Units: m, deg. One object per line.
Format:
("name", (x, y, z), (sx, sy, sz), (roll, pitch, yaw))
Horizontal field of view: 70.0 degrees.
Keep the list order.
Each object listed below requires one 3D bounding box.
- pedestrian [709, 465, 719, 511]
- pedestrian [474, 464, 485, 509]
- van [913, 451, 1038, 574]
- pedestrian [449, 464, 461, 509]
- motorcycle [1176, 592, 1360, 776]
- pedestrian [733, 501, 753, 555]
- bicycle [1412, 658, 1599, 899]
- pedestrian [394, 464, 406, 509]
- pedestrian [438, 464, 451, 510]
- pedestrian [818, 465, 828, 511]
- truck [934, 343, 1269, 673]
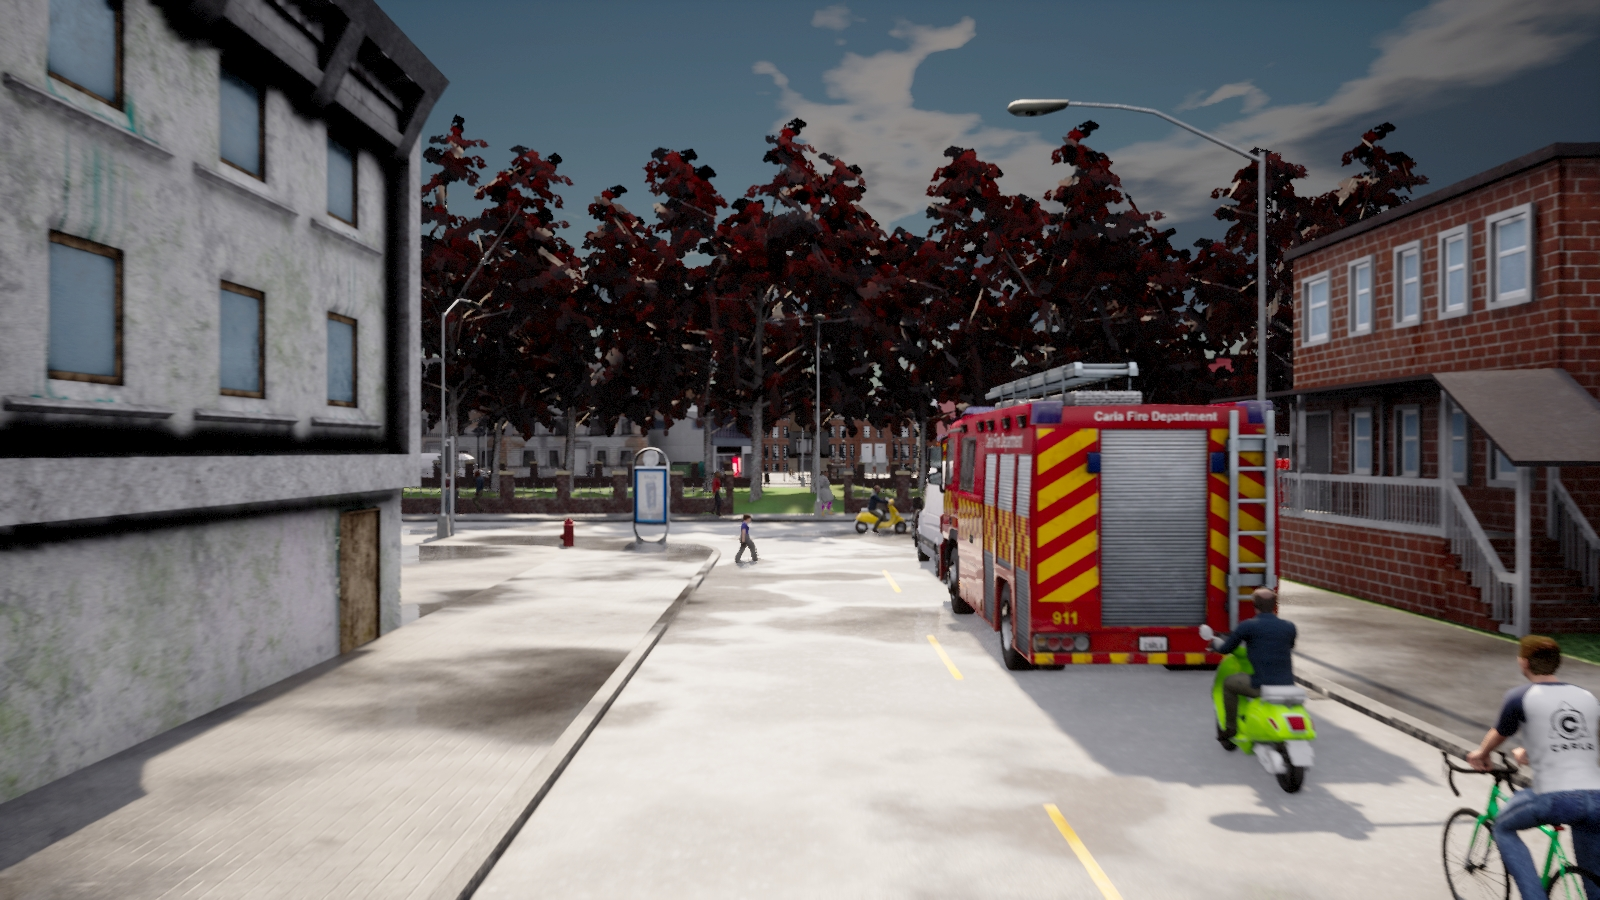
("pedestrian", (-3.449, 1.523, 45.996), (0.375, 1.860, 0.375), (0, 0, 1))
("pedestrian", (-13.350, 1.525, 47.627), (0.375, 1.860, 0.375), (0, 0, -2))
("van", (3.968, 1.314, 26.879), (1.988, 2.561, 5.915), (0, 0, 0))
("pedestrian", (-14.396, 1.523, 47.636), (0.375, 1.860, 0.375), (0, 0, 1))
("motorcycle", (3.996, 1.962, 9.936), (0.856, 1.236, 1.805), (0, 0, 0))
("pedestrian", (-1.409, 1.908, 28.150), (0.375, 1.300, 0.375), (0, 0, -23))
("bicycle", (3.996, 1.936, 6.283), (0.373, 1.296, 1.643), (0, 0, 0))
("pedestrian", (-16.669, 1.524, 47.640), (0.375, 1.860, 0.375), (0, 0, 1))
("pedestrian", (-14.564, 1.525, 46.804), (0.375, 1.860, 0.375), (0, 0, 10))
("pedestrian", (0.914, 1.523, 45.949), (0.375, 1.860, 0.375), (0, 0, 4))
("truck", (3.986, 0.671, 17.481), (2.891, 3.827, 8.468), (0, 0, 0))
